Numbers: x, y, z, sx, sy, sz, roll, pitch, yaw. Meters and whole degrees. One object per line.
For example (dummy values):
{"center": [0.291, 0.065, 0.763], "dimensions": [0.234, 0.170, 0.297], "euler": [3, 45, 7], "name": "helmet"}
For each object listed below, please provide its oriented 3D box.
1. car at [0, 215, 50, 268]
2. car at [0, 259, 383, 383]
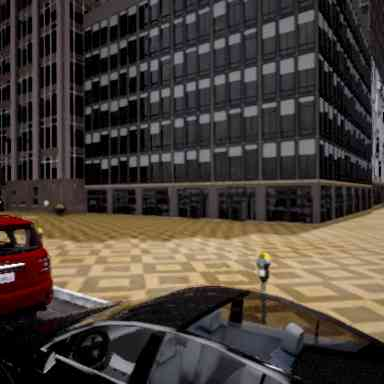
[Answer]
{"center": [-4.634, 1.333, 6.185], "dimensions": [5.009, 1.841, 2.192], "euler": [0, 0, 35], "name": "car"}
{"center": [-0.124, 1.571, 2.968], "dimensions": [4.313, 1.339, 1.947], "euler": [0, 0, 35], "name": "car"}
